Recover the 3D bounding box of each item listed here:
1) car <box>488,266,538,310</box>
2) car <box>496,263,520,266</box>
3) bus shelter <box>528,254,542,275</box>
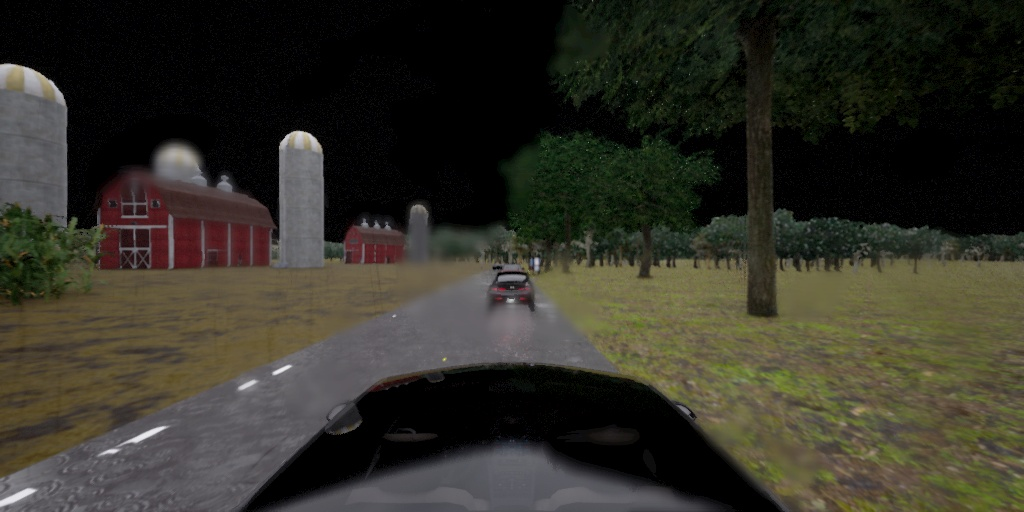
[{"bbox_3d":[0.026,1.390,15.357,1.837,1.490,4.892,0,0,1],"label":"car"},{"bbox_3d":[0.034,1.388,30.272,2.097,1.767,4.553,0,-1,0],"label":"car"},{"bbox_3d":[3.145,1.116,48.640,1.920,2.740,3.880,0,0,0],"label":"bus shelter"}]
